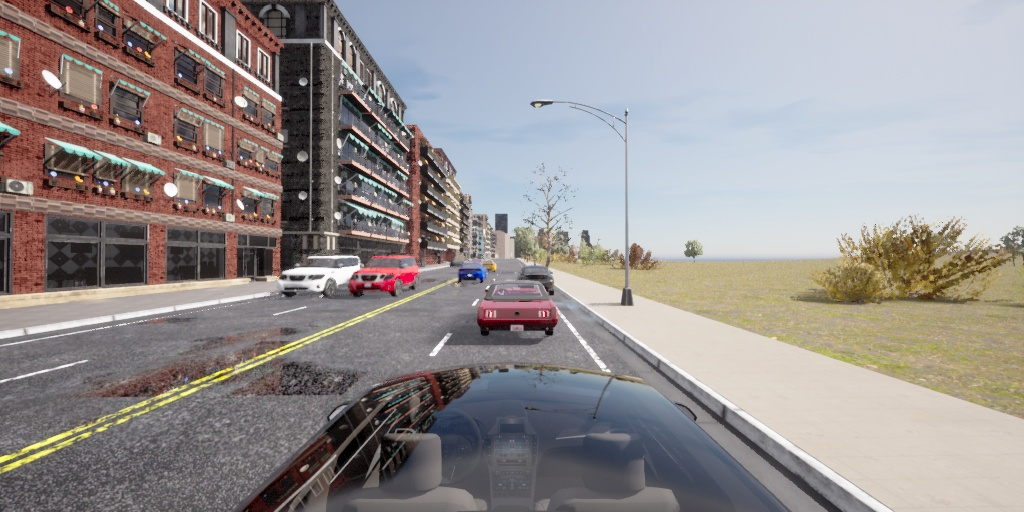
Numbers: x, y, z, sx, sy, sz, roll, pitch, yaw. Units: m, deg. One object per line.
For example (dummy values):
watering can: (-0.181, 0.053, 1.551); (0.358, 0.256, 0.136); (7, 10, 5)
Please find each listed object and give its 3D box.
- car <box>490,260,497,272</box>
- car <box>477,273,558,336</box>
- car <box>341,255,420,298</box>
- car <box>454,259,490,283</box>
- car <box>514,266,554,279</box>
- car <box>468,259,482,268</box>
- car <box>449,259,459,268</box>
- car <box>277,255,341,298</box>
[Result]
car: (-2.970, 1.231, 45.045); (1.882, 1.535, 5.008); (0, 0, 0)
car: (0.134, 1.353, 10.384); (1.895, 1.301, 4.718); (0, 0, 0)
car: (-6.529, 0.974, 19.026); (2.150, 2.045, 5.566); (0, 0, 0)
car: (-3.041, 1.231, 28.333); (1.882, 1.535, 5.008); (0, 0, 0)
car: (1.210, 1.258, 19.584); (1.837, 1.490, 4.892); (0, 0, 0)
car: (-6.315, 1.231, 62.398); (1.882, 1.535, 5.008); (0, 0, 1)
car: (-9.570, 1.231, 62.008); (1.882, 1.535, 5.008); (0, 0, 1)
car: (-9.781, 0.974, 18.983); (2.150, 2.045, 5.566); (0, 0, 0)
